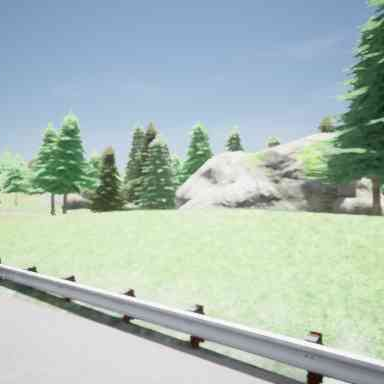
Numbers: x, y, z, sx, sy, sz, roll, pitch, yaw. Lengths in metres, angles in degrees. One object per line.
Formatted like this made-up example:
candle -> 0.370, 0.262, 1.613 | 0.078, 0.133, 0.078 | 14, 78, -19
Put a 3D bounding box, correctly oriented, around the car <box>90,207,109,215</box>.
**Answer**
car -> -23.857, 4.766, 86.036 | 2.150, 2.045, 5.566 | 0, -4, 41
